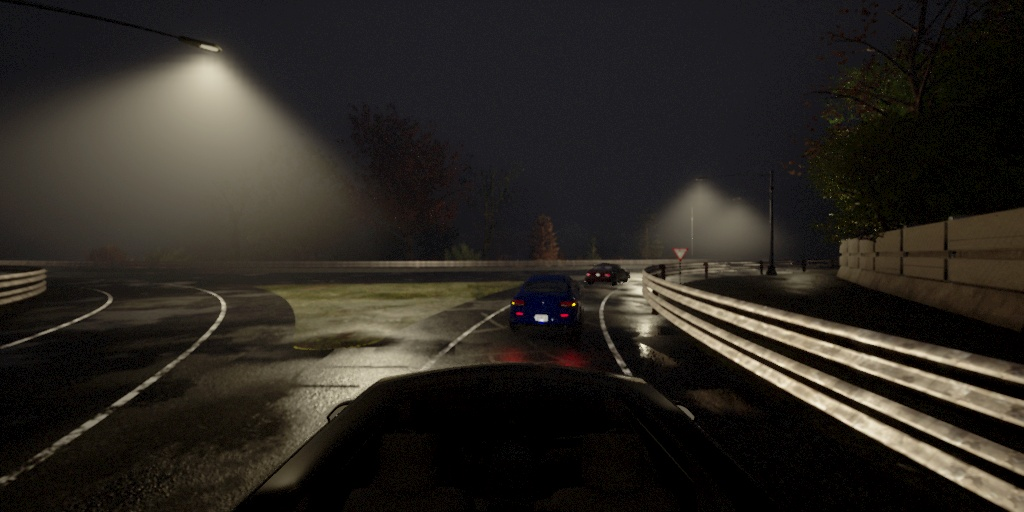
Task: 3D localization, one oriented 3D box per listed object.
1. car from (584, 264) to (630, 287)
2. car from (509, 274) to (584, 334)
[{"bbox_3d":[6.624,1.221,24.575,2.033,1.411,5.357,0,0,30],"label":"car"},{"bbox_3d":[1.108,1.246,10.495,1.812,1.442,4.674,0,0,11],"label":"car"}]
